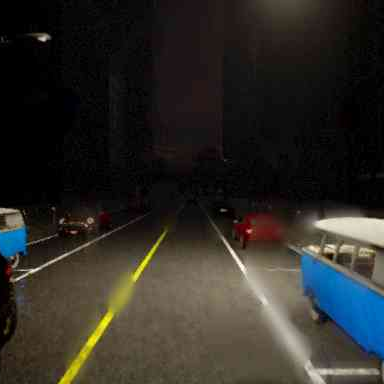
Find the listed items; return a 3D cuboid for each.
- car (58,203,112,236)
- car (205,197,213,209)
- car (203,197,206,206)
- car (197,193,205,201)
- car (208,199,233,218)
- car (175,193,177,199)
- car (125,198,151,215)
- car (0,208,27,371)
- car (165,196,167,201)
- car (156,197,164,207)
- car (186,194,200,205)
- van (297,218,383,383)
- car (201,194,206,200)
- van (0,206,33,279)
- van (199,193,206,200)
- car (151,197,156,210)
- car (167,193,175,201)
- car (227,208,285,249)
[{"bbox_3d":[-5.772,1.437,18.228,1.967,1.590,4.097,-1,0,0],"label":"car"},{"bbox_3d":[2.757,1.553,35.062,1.947,1.339,4.313,-1,0,0],"label":"car"},{"bbox_3d":[2.758,1.532,40.264,2.008,1.369,4.403,-1,0,0],"label":"car"},{"bbox_3d":[2.763,1.410,83.023,1.752,1.417,4.829,-1,0,0],"label":"car"},{"bbox_3d":[2.757,1.557,29.858,1.947,1.339,4.313,-1,0,0],"label":"car"},{"bbox_3d":[-5.764,1.181,88.525,2.192,1.841,5.009,-1,0,0],"label":"car"},{"bbox_3d":[-5.769,1.532,34.363,1.887,1.381,4.507,-1,0,0],"label":"car"},{"bbox_3d":[-3.096,1.215,1.611,2.150,2.045,5.566,0,1,0],"label":"car"},{"bbox_3d":[-5.766,1.521,55.875,1.947,1.339,4.313,-1,0,0],"label":"car"},{"bbox_3d":[-5.766,1.517,50.496,2.008,1.369,4.403,-1,0,0],"label":"car"},{"bbox_3d":[0.005,1.478,57.452,1.812,1.442,4.674,0,0,0],"label":"car"},{"bbox_3d":[2.788,1.341,4.587,1.690,1.788,3.998,-1,0,0],"label":"van"},{"bbox_3d":[2.759,1.491,50.839,1.752,1.417,4.829,-1,0,0],"label":"car"},{"bbox_3d":[-5.774,1.340,8.277,1.690,1.788,3.998,-1,0,0],"label":"van"},{"bbox_3d":[2.761,1.207,88.532,1.690,1.788,3.998,-1,0,0],"label":"van"},{"bbox_3d":[-5.768,1.564,39.740,1.802,1.307,4.206,-1,0,0],"label":"car"},{"bbox_3d":[-5.762,1.467,82.845,1.802,1.307,4.206,-1,0,0],"label":"car"},{"bbox_3d":[2.755,1.580,14.250,1.802,1.307,4.206,-1,0,0],"label":"car"}]
